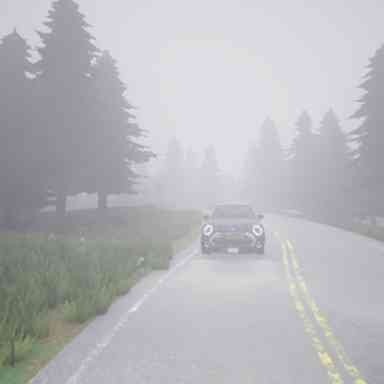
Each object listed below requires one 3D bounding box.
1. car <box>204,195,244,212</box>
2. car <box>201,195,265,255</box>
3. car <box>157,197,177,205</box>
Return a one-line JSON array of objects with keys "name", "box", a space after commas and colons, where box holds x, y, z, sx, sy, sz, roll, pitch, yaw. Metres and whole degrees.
[{"name": "car", "box": [3.018, 1.080, 32.696, 1.837, 1.490, 4.892, 2, -1, -21]}, {"name": "car", "box": [1.579, 1.194, 12.585, 2.097, 1.767, 4.553, -1, 1, 8]}, {"name": "car", "box": [-3.899, 1.459, 43.204, 1.812, 1.442, 4.674, 4, -6, -43]}]
